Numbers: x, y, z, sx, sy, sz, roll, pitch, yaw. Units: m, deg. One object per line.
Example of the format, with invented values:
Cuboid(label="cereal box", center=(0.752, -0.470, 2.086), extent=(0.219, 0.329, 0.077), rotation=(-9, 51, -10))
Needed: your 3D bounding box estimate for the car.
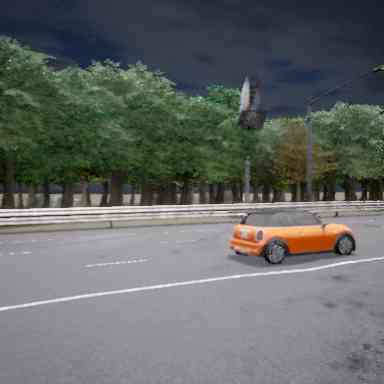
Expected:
Cuboid(label="car", center=(3.707, 1.431, 12.084), extent=(4.553, 1.767, 2.097), rotation=(-1, -1, -24))
